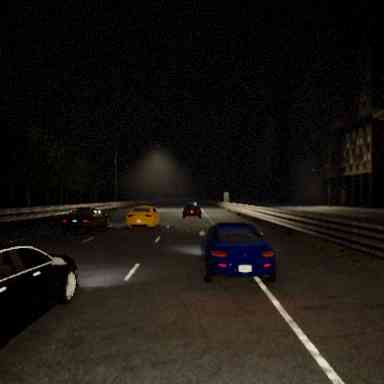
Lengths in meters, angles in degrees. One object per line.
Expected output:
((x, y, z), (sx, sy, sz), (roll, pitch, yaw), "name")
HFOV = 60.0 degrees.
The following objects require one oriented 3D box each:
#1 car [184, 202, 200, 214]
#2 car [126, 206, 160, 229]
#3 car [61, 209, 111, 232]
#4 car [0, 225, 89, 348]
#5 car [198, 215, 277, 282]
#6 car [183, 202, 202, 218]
((-0.002, 2.120, 46.232), (2.128, 1.511, 4.902), (0, -1, 1), "car")
((-3.415, 1.758, 23.844), (1.882, 1.535, 5.008), (0, -1, 0), "car")
((-6.911, 1.802, 22.099), (2.033, 1.411, 5.357), (0, -1, 0), "car")
((-3.403, 1.552, 5.377), (1.837, 1.490, 4.892), (0, -1, 0), "car")
((1.221, 1.621, 9.941), (1.812, 1.442, 4.674), (0, -1, 0), "car")
((0.036, 2.033, 35.949), (1.994, 1.385, 4.181), (0, -1, 1), "car")
